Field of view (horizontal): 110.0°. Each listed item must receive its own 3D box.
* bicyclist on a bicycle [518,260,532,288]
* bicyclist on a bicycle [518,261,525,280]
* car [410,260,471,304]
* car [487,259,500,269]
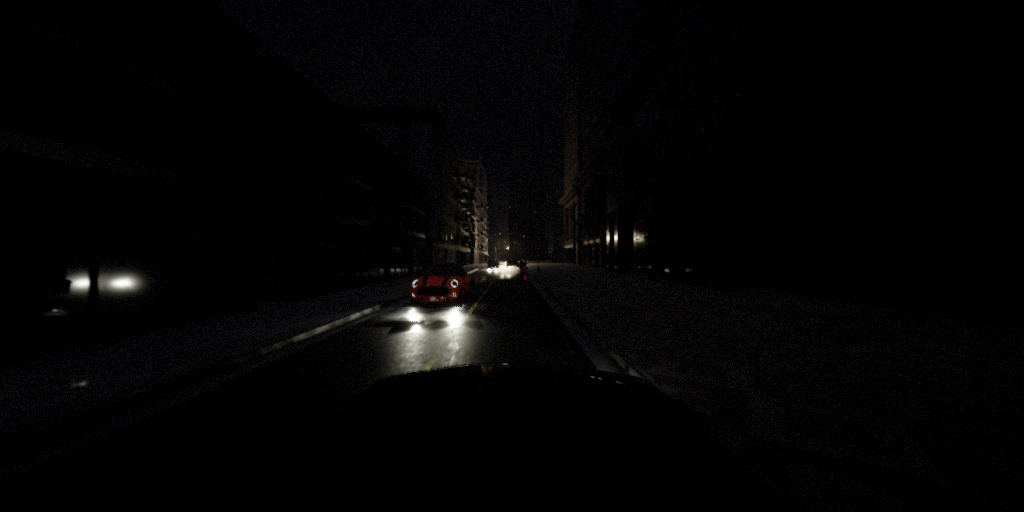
[{"bbox_3d":[0.831,1.192,22.503,0.866,1.612,1.509,0,-1,0],"label":"bicyclist on a bicycle"},{"bbox_3d":[0.822,1.212,31.074,0.582,1.620,1.656,0,0,0],"label":"bicyclist on a bicycle"},{"bbox_3d":[-3.101,1.103,16.336,2.097,1.767,4.553,0,0,0],"label":"car"},{"bbox_3d":[-3.050,1.277,59.210,2.128,1.511,4.902,0,0,1],"label":"car"}]
